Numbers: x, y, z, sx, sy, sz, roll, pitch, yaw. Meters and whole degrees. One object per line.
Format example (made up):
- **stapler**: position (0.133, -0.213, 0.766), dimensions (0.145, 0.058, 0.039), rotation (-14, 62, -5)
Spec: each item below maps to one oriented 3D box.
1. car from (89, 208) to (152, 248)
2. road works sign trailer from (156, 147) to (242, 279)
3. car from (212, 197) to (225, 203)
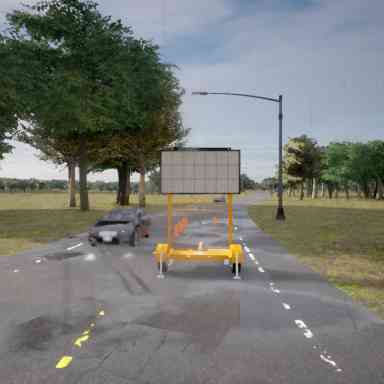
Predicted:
- **car**: position (-3.014, 1.493, 14.911), dimensions (2.128, 1.511, 4.902), rotation (0, 0, 4)
- **road works sign trailer**: position (0.248, 0.466, 10.076), dimensions (2.380, 3.560, 2.880), rotation (0, 0, 3)
- **car**: position (5.250, 1.609, 65.762), dimensions (1.994, 1.385, 4.181), rotation (0, 0, 15)
